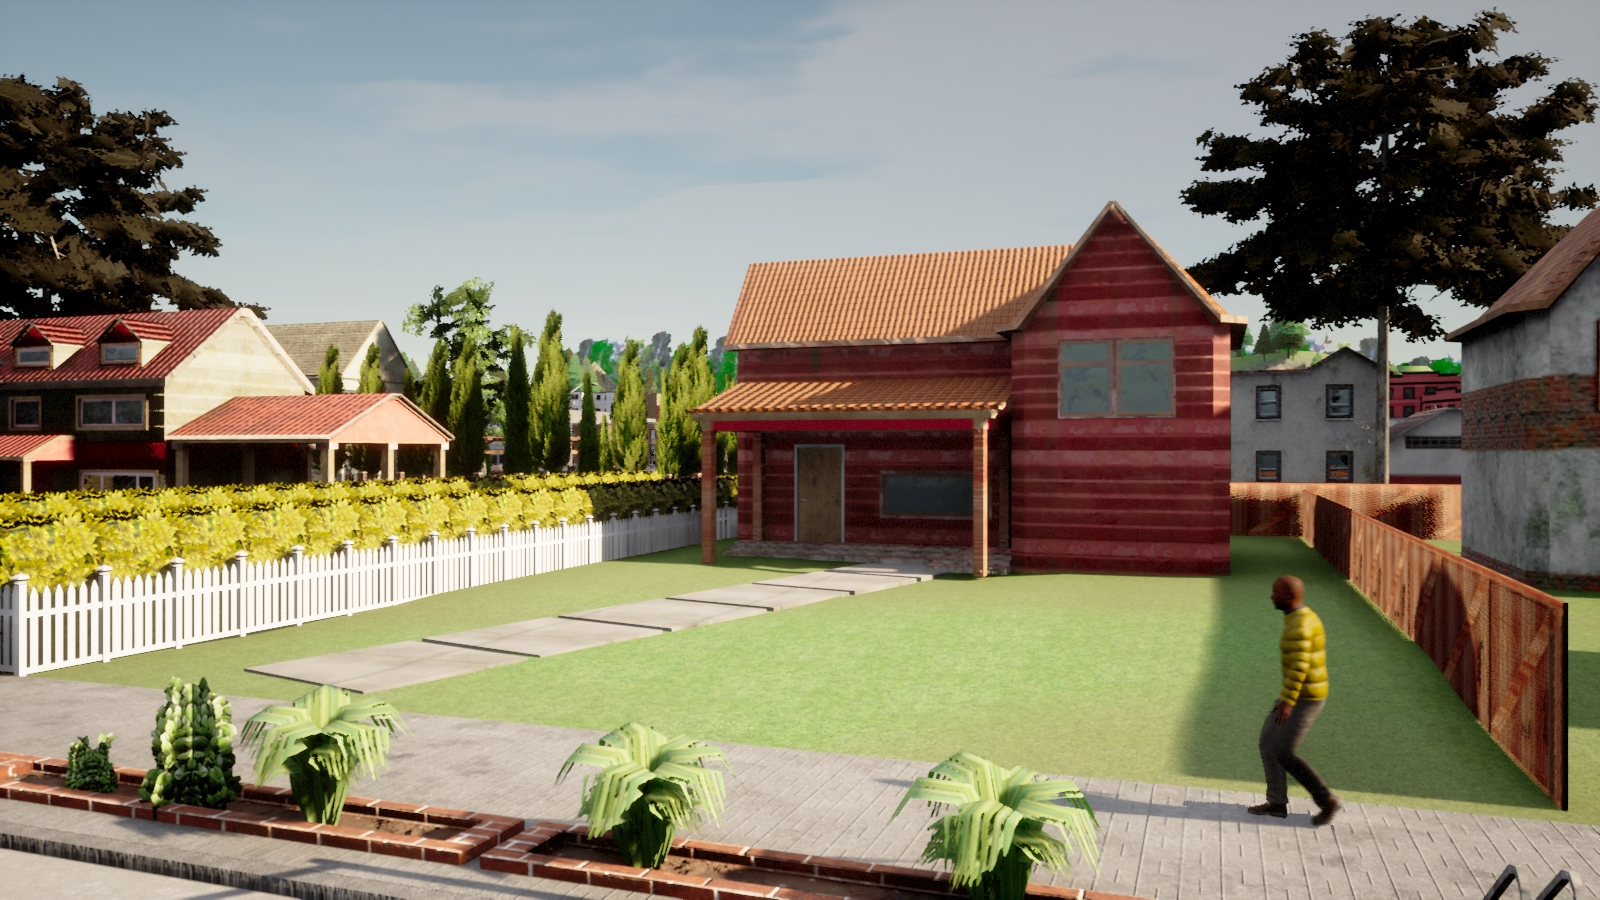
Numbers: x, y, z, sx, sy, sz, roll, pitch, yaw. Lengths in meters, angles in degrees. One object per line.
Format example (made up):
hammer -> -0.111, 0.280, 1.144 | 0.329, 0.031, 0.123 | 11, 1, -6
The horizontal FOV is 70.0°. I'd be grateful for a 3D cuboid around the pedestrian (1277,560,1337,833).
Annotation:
pedestrian -> 3.646, 1.744, 8.229 | 0.375, 1.860, 0.375 | 0, 0, 20
